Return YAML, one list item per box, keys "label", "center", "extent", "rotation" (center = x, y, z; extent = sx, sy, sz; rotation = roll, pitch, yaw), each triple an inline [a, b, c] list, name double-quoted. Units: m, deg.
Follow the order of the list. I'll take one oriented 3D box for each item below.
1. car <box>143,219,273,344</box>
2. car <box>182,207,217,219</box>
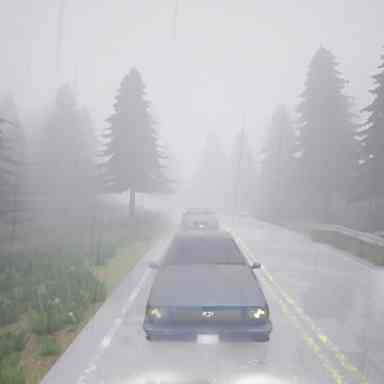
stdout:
- label: "car"
  center: [0.250, 1.557, 7.054]
  extent: [2.033, 1.411, 5.357]
  rotation: [0, 0, 1]
- label: "car"
  center: [0.402, 1.584, 19.139]
  extent: [1.994, 1.385, 4.181]
  rotation: [0, 0, -2]
